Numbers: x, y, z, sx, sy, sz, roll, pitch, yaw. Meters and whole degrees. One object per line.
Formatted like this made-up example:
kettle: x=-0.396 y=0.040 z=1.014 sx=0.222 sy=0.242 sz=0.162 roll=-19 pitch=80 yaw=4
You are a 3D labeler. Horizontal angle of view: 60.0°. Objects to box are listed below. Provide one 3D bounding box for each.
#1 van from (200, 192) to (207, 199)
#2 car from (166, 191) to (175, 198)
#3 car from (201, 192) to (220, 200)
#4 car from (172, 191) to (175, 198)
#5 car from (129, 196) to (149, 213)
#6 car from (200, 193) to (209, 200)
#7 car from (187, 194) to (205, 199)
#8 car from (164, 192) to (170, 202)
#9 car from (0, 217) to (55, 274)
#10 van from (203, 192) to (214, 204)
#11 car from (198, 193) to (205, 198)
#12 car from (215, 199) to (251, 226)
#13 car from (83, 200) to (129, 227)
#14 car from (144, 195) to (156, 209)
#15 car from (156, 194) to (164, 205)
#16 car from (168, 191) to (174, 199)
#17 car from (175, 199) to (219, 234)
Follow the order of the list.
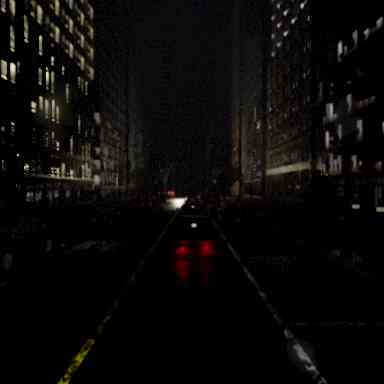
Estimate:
van: x=2.692 y=0.799 z=78.347 sx=1.690 sy=1.788 sz=3.998 roll=-1 pitch=0 yaw=0
car: x=-5.687 y=0.693 z=89.716 sx=2.192 sy=1.841 sz=5.009 roll=-1 pitch=0 yaw=0
car: x=2.686 y=1.011 z=44.247 sx=2.192 sy=1.841 sz=5.009 roll=-1 pitch=0 yaw=0
car: x=-5.687 y=0.858 z=84.033 sx=1.967 sy=1.590 sz=4.097 roll=-1 pitch=0 yaw=0
car: x=-5.693 y=1.357 z=32.882 sx=1.802 sy=1.307 sz=4.206 roll=-1 pitch=0 yaw=0
car: x=2.692 y=0.938 z=72.665 sx=1.967 sy=1.590 sz=4.097 roll=-1 pitch=0 yaw=0
car: x=0.104 y=1.284 z=35.174 sx=1.812 sy=1.442 sz=4.674 roll=0 pitch=0 yaw=0
car: x=-5.689 y=1.144 z=61.300 sx=1.947 sy=1.339 sz=4.313 roll=-1 pitch=0 yaw=0
car: x=-5.697 y=1.481 z=10.148 sx=2.008 sy=1.369 sz=4.403 roll=-1 pitch=0 yaw=0
van: x=2.689 y=0.959 z=55.614 sx=1.690 sy=1.788 sz=3.998 roll=-1 pitch=0 yaw=0
car: x=2.696 y=0.888 z=95.400 sx=2.008 sy=1.369 sz=4.403 roll=-1 pitch=0 yaw=0
car: x=2.686 y=1.403 z=21.514 sx=2.008 sy=1.369 sz=4.403 roll=-1 pitch=0 yaw=0
car: x=-5.695 y=1.403 z=21.515 sx=2.008 sy=1.369 sz=4.403 roll=-1 pitch=0 yaw=0
car: x=-5.694 y=1.176 z=38.565 sx=1.967 sy=1.590 sz=4.097 roll=-1 pitch=0 yaw=0
car: x=-5.691 y=1.184 z=49.763 sx=1.752 sy=1.417 sz=4.829 roll=-1 pitch=0 yaw=0
car: x=-5.688 y=1.049 z=72.667 sx=2.008 sy=1.369 sz=4.403 roll=-1 pitch=0 yaw=0
car: x=0.103 y=1.365 z=18.337 sx=2.128 sy=1.511 sz=4.902 roll=0 pitch=0 yaw=0
